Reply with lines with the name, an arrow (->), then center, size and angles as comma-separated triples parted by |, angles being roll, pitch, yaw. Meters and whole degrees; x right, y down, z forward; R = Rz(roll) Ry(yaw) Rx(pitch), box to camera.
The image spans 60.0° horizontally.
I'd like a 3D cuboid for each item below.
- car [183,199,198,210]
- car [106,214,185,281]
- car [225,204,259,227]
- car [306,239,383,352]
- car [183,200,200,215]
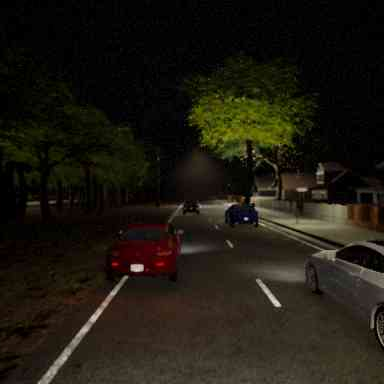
car -> -0.172, 1.818, 48.054 | 2.033, 1.411, 5.357 | 0, 0, 0
car -> -1.259, 1.576, 9.898 | 1.812, 1.442, 4.674 | 0, 0, 0
car -> 3.515, 1.613, 24.126 | 1.882, 1.535, 5.008 | 0, 0, 0
car -> 3.582, 1.554, 5.888 | 1.812, 1.442, 4.674 | 0, 0, 0
car -> -0.061, 1.769, 37.378 | 2.033, 1.411, 5.357 | 0, 0, 0
